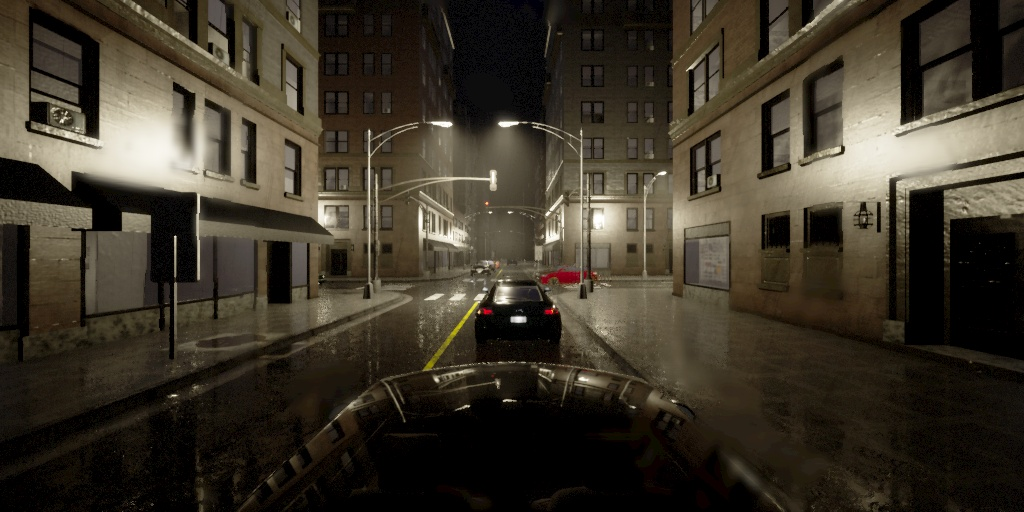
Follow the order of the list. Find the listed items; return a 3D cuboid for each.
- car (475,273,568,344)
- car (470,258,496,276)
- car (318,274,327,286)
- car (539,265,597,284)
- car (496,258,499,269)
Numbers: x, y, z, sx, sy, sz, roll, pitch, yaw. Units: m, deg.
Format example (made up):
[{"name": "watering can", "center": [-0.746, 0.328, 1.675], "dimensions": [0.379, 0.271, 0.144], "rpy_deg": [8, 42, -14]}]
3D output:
[{"name": "car", "center": [0.117, 1.314, 9.592], "dimensions": [1.994, 1.385, 4.181], "rpy_deg": [0, 0, -1]}, {"name": "car", "center": [-3.083, 1.240, 36.420], "dimensions": [2.128, 1.511, 4.902], "rpy_deg": [0, 0, 0]}, {"name": "car", "center": [-14.079, 1.387, 21.971], "dimensions": [4.718, 1.301, 1.895], "rpy_deg": [0, 0, 0]}, {"name": "car", "center": [3.640, 1.304, 24.357], "dimensions": [4.181, 1.385, 1.994], "rpy_deg": [0, 0, -14]}, {"name": "car", "center": [-3.082, 1.293, 46.903], "dimensions": [2.033, 1.411, 5.357], "rpy_deg": [0, 0, 0]}]
